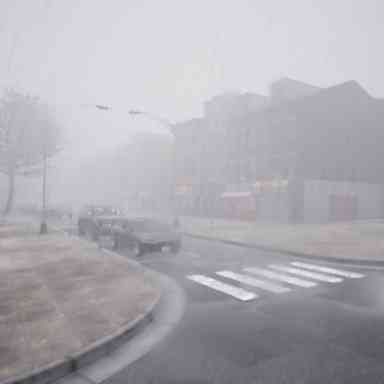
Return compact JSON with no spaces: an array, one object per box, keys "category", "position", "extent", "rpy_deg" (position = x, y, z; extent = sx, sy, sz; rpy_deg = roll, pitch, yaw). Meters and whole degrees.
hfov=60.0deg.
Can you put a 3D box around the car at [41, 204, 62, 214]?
[{"category":"car","position":[-21.235,2.523,50.152],"extent":[2.128,1.511,4.902],"rpy_deg":[1,-2,-32]}]

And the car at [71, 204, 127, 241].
[{"category":"car","position":[-4.963,1.607,18.675],"extent":[2.192,1.841,5.009],"rpy_deg":[1,-1,-32]}]

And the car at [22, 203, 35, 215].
[{"category":"car","position":[-22.362,2.371,46.936],"extent":[1.967,1.590,4.097],"rpy_deg":[1,-2,-32]}]

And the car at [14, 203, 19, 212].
[{"category":"car","position":[-31.060,2.921,61.059],"extent":[1.802,1.307,4.206],"rpy_deg":[0,-2,-32]}]

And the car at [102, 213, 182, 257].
[{"category":"car","position":[-2.078,1.764,13.964],"extent":[1.947,1.339,4.313],"rpy_deg":[0,-2,-32]}]

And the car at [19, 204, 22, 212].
[{"category":"car","position":[-25.262,2.500,51.645],"extent":[1.967,1.590,4.097],"rpy_deg":[0,-2,-32]}]

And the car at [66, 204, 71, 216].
[{"category":"car","position":[-16.414,2.322,42.419],"extent":[2.128,1.511,4.902],"rpy_deg":[1,-2,-31]}]

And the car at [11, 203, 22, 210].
[{"category":"car","position":[-39.761,3.196,75.198],"extent":[1.967,1.590,4.097],"rpy_deg":[0,-2,-32]}]

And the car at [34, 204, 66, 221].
[{"category":"car","position":[-14.715,2.123,34.312],"extent":[1.837,1.490,4.892],"rpy_deg":[1,-2,-32]}]
